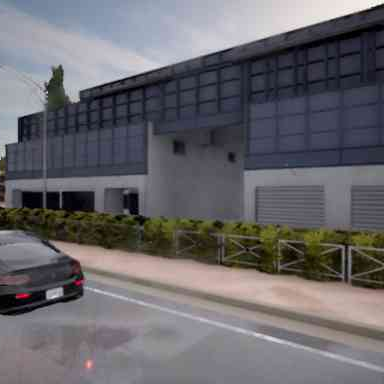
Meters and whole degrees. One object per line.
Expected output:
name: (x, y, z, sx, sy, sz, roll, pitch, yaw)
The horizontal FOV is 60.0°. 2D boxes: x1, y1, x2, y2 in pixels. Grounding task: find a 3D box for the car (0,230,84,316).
car: (-4.168, 1.537, 7.005, 4.674, 1.442, 1.812, 0, 0, 37)
